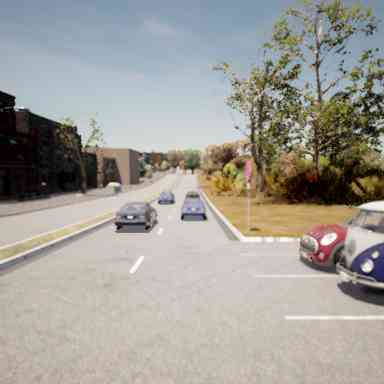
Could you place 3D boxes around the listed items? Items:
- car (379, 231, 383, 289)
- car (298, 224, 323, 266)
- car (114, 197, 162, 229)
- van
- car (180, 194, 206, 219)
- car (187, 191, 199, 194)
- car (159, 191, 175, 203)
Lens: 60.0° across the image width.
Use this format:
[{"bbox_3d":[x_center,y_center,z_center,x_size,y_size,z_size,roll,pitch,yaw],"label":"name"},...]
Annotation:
[{"bbox_3d":[5.530,1.446,4.279,4.892,1.521,2.231,0,1,0],"label":"car"},{"bbox_3d":[5.566,1.259,9.789,4.553,1.767,2.185,0,1,0],"label":"car"},{"bbox_3d":[-3.160,1.287,19.432,2.033,1.411,5.357,0,1,0],"label":"car"},{"bbox_3d":[5.420,1.193,7.035,4.442,1.987,1.878,0,1,0],"label":"van"},{"bbox_3d":[0.096,1.161,24.939,2.033,1.411,5.357,0,1,0],"label":"car"},{"bbox_3d":[0.093,0.599,41.507,1.837,1.490,4.892,0,3,0],"label":"car"},{"bbox_3d":[-3.158,0.631,41.724,2.033,1.411,5.357,0,2,0],"label":"car"}]
